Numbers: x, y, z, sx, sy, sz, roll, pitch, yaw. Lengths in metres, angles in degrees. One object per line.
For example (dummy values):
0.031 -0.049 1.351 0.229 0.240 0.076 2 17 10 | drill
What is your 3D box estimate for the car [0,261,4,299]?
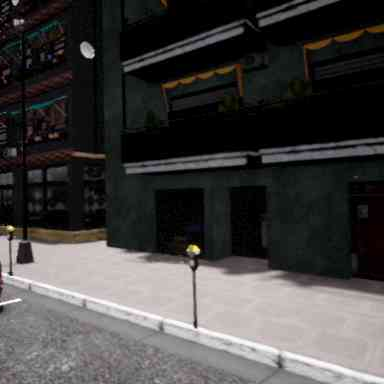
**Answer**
-5.693 1.590 6.954 4.507 1.381 1.887 0 -1 36 | car
